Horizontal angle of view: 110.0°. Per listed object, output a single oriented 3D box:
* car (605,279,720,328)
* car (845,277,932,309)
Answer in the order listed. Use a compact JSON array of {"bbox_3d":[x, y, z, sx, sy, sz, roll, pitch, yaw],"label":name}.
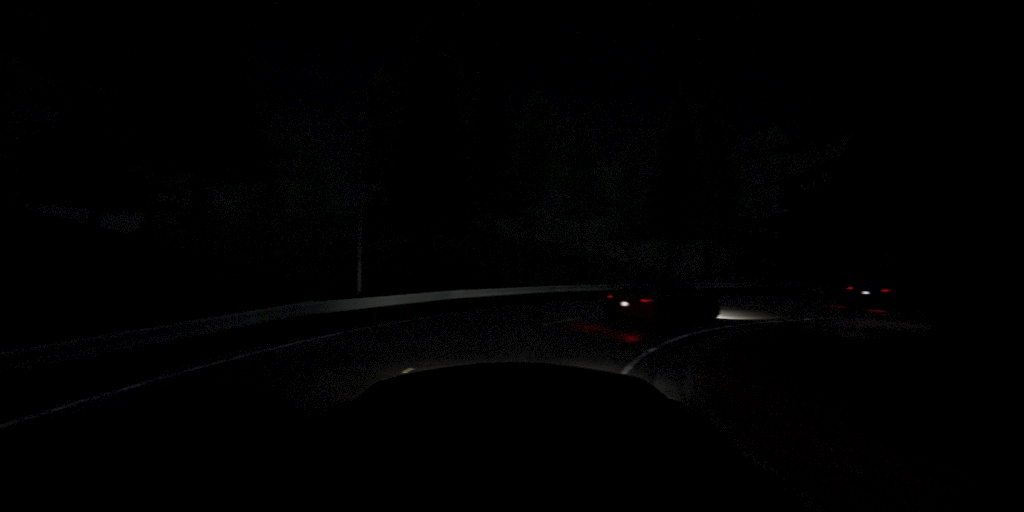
[{"bbox_3d":[5.135,1.477,12.108,4.181,1.385,1.994,1,-1,-33],"label":"car"},{"bbox_3d":[18.558,1.743,17.560,4.181,1.385,1.994,1,0,-20],"label":"car"}]
